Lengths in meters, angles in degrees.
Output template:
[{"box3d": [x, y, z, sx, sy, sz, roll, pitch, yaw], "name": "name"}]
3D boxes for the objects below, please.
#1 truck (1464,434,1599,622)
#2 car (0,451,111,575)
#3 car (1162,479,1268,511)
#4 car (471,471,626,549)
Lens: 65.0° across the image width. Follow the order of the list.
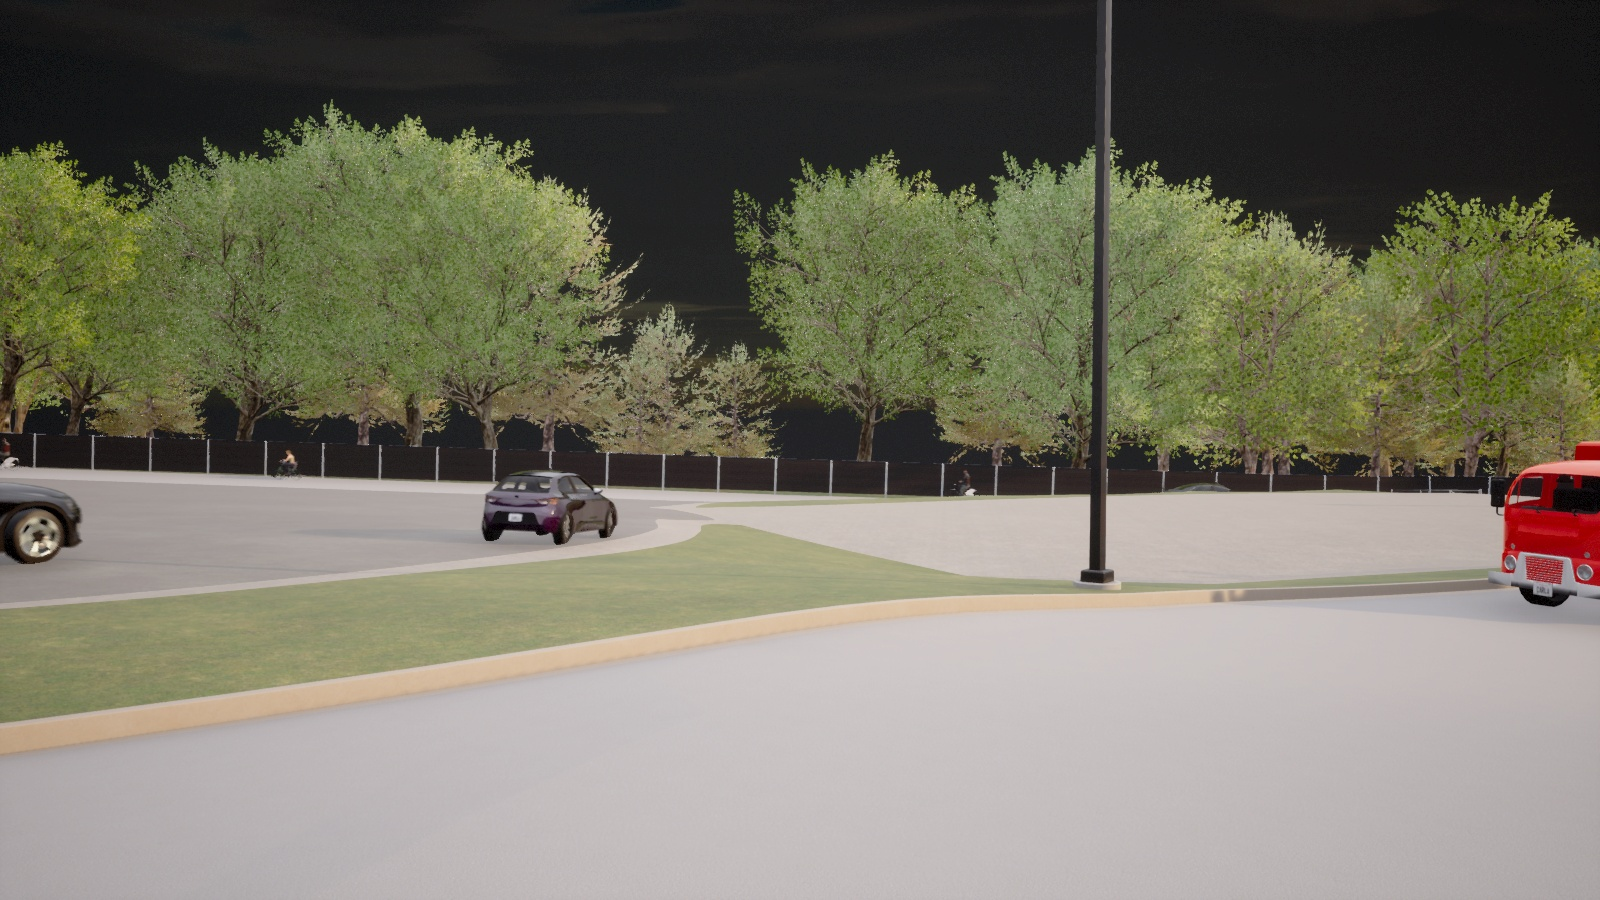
[{"box3d": [12.803, 1.018, 18.327, 5.204, 2.467, 2.627, 0, 2, -20], "name": "truck"}, {"box3d": [-12.085, 0.844, 16.606, 2.033, 1.649, 4.856, 1, 0, 29], "name": "car"}, {"box3d": [21.726, 2.357, 65.876, 4.892, 1.490, 1.837, 1, 2, 0], "name": "car"}, {"box3d": [-5.273, 1.224, 26.905, 1.816, 1.474, 4.193, 2, -1, 10], "name": "car"}]
